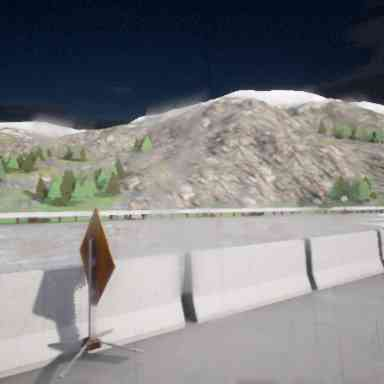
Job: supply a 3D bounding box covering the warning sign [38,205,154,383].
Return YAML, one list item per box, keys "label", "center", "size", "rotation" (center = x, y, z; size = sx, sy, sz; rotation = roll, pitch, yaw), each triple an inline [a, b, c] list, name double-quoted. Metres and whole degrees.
- label: "warning sign"
  center: [-1.292, 1.129, 4.328]
  size: [1.060, 1.860, 1.300]
  rotation: [1, 0, -35]
